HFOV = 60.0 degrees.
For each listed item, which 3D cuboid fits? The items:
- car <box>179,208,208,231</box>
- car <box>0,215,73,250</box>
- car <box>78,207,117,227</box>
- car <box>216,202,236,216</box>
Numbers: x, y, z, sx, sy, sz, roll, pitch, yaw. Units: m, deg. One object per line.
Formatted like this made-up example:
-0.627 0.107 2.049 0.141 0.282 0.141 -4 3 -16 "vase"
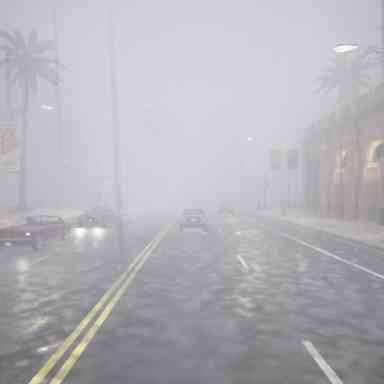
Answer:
0.112 1.749 22.222 2.033 1.411 5.357 0 -1 0 "car"
-7.126 1.745 15.137 1.895 1.301 4.718 0 -1 0 "car"
-7.053 1.797 25.062 1.994 1.385 4.181 0 -1 1 "car"
3.748 1.864 37.645 1.812 1.442 4.674 0 -1 2 "car"
